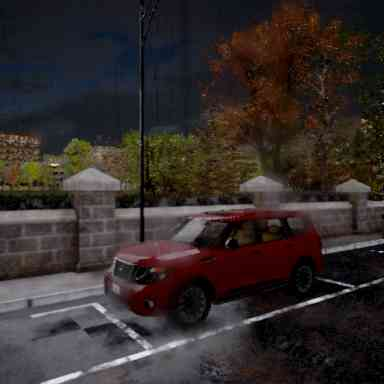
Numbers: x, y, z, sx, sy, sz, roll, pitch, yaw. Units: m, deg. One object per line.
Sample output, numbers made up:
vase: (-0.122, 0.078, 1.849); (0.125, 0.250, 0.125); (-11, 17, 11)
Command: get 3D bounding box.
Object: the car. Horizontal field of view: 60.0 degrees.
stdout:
car: (0.764, 1.332, 7.114); (5.009, 1.841, 2.192); (0, 0, -36)
